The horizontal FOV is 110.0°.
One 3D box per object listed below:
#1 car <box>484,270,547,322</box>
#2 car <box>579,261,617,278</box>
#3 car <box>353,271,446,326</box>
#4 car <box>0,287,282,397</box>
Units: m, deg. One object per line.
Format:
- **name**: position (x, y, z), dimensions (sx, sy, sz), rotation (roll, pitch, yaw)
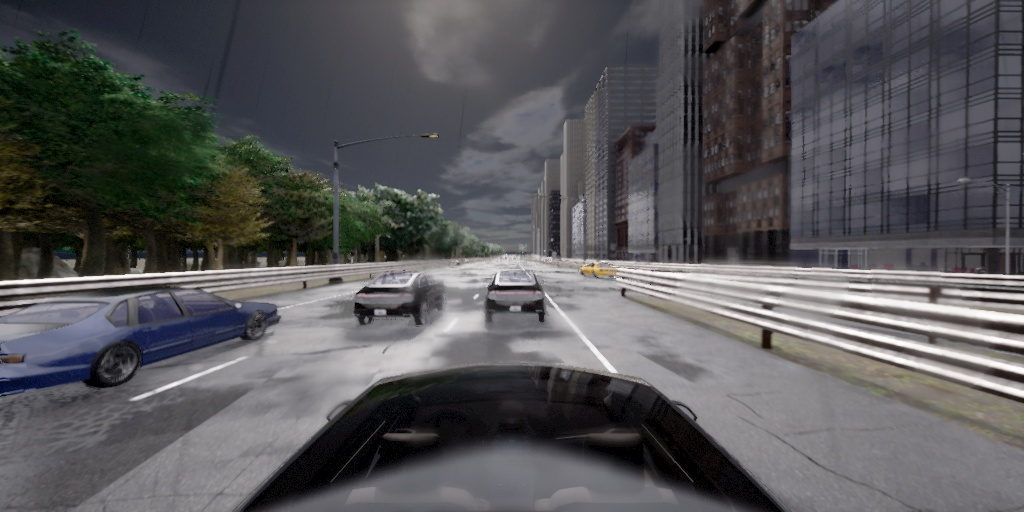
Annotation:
- **car**: position (0.100, 1.239, 12.351), dimensions (2.128, 1.511, 4.902), rotation (0, 0, 0)
- **car**: position (7.994, 1.229, 33.910), dimensions (1.801, 1.575, 5.366), rotation (0, 0, -11)
- **car**: position (-3.400, 1.239, 11.679), dimensions (2.128, 1.511, 4.902), rotation (0, 0, 0)
- **car**: position (-6.900, 1.296, 6.808), dimensions (2.033, 1.411, 5.357), rotation (0, 0, 0)
